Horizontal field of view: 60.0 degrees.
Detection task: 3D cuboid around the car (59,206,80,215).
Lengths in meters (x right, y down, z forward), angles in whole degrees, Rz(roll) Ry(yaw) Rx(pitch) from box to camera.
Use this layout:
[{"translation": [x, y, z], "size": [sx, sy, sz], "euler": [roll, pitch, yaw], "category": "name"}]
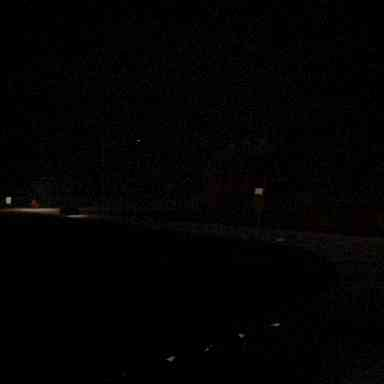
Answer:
[{"translation": [-18.458, 2.751, 50.066], "size": [2.033, 1.411, 5.357], "euler": [1, -2, -35], "category": "car"}]
